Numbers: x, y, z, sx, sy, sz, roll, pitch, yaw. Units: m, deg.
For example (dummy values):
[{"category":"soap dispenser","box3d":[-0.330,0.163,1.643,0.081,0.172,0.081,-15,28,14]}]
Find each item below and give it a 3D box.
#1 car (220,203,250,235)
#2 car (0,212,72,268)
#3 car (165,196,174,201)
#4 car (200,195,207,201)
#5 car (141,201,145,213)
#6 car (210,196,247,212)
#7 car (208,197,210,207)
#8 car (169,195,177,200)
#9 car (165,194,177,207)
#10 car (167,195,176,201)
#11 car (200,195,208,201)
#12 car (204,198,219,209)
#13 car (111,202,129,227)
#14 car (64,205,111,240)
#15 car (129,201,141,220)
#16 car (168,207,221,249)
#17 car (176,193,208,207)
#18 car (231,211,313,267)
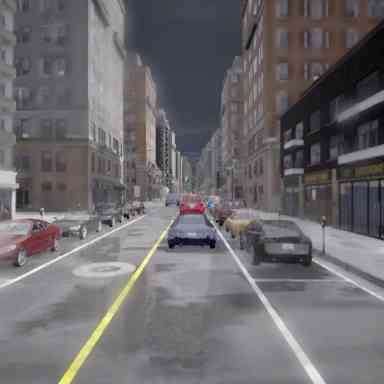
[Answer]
[{"category":"car","box3d":[2.675,1.526,17.131,1.752,1.417,4.829,1,0,0]},{"category":"car","box3d":[-5.851,1.581,11.293,1.802,1.307,4.206,1,0,0]},{"category":"car","box3d":[-5.536,1.583,83.097,1.802,1.307,4.206,1,0,1]},{"category":"car","box3d":[3.060,1.544,88.523,1.887,1.381,4.507,1,0,1]},{"category":"car","box3d":[-5.850,1.547,33.985,1.887,1.381,4.507,1,0,0]},{"category":"car","box3d":[2.677,1.316,22.635,2.192,1.841,5.009,1,0,0]},{"category":"car","box3d":[2.676,1.528,34.152,1.752,1.417,4.829,1,0,0]},{"category":"car","box3d":[-5.394,1.550,94.155,2.008,1.369,4.403,1,0,1]},{"category":"car","box3d":[-3.000,1.331,52.623,2.150,2.045,5.566,0,0,0]},{"category":"car","box3d":[-5.465,1.566,88.626,1.947,1.339,4.313,1,0,1]},{"category":"car","box3d":[2.989,1.566,82.992,1.947,1.339,4.313,1,0,1]},{"category":"car","box3d":[2.676,1.528,45.499,1.752,1.417,4.829,1,0,0]},{"category":"car","box3d":[-5.851,1.567,22.639,1.947,1.339,4.313,1,0,0]},{"category":"car","box3d":[-5.850,1.551,16.966,2.008,1.369,4.403,1,0,0]},{"category":"car","box3d":[-5.850,1.568,28.312,1.947,1.339,4.313,1,0,0]},{"category":"car","box3d":[0.000,1.573,14.650,1.994,1.385,4.181,0,0,0]},{"category":"car","box3d":[0.001,1.261,29.681,2.150,2.045,5.566,0,0,0]},{"category":"car","box3d":[2.675,1.565,11.288,1.947,1.339,4.313,1,0,0]}]
